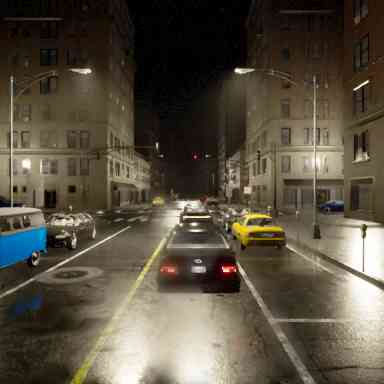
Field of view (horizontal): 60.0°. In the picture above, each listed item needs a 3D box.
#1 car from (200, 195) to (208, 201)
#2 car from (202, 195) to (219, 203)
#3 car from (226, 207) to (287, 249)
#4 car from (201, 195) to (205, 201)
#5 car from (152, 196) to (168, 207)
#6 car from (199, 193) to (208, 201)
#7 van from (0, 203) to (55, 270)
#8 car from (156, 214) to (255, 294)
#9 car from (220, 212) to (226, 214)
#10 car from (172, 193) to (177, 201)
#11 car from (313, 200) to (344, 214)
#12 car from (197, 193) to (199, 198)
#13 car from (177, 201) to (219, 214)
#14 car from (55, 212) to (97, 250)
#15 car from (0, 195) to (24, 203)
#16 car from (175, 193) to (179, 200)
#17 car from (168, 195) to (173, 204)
[{"bbox_3d":[2.982,1.558,86.139,1.947,1.339,4.313,0,0,0],"label":"car"},{"bbox_3d":[2.822,1.551,46.367,2.008,1.369,4.403,0,0,0],"label":"car"},{"bbox_3d":[2.699,1.525,14.255,1.752,1.417,4.829,0,0,0],"label":"car"},{"bbox_3d":[2.845,1.582,52.048,1.802,1.307,4.206,0,0,0],"label":"car"},{"bbox_3d":[-5.181,1.525,51.909,1.752,1.417,4.829,0,0,0],"label":"car"},{"bbox_3d":[2.913,1.437,69.094,1.967,1.590,4.097,0,0,0],"label":"car"},{"bbox_3d":[-5.359,1.341,8.710,1.690,1.788,3.998,0,0,0],"label":"van"},{"bbox_3d":[0.133,1.547,8.943,2.033,1.411,5.357,0,0,0],"label":"car"},{"bbox_3d":[2.715,1.551,19.491,2.008,1.369,4.403,0,0,0],"label":"car"},{"bbox_3d":[-5.089,1.546,74.804,2.008,1.369,4.403,0,0,0],"label":"car"},{"bbox_3d":[14.651,1.475,34.083,4.181,1.385,1.994,0,0,0],"label":"car"},{"bbox_3d":[2.959,1.309,80.457,2.192,1.841,5.009,0,0,0],"label":"car"},{"bbox_3d":[0.187,1.492,19.390,2.128,1.511,4.902,0,0,-2],"label":"car"},{"bbox_3d":[-5.336,1.551,14.116,2.008,1.369,4.403,0,0,0],"label":"car"},{"bbox_3d":[-18.276,1.316,31.214,5.566,2.045,2.150,0,0,0],"label":"car"},{"bbox_3d":[-5.043,1.432,86.166,1.967,1.590,4.097,0,0,0],"label":"car"},{"bbox_3d":[-5.134,1.564,63.442,1.947,1.339,4.313,0,0,0],"label":"car"}]
